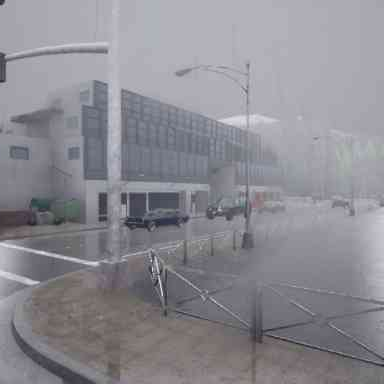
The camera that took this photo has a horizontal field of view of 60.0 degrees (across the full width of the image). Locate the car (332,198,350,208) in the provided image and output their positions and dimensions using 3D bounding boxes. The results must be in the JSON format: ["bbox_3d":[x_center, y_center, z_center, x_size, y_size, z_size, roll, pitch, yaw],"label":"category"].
[{"bbox_3d":[22.774,1.681,50.861,1.837,1.490,4.892,0,0,36],"label":"car"}]

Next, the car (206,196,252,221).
[{"bbox_3d":[3.467,1.398,30.157,2.150,2.045,5.566,0,0,36],"label":"car"}]

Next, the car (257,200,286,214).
[{"bbox_3d":[9.243,1.702,38.229,1.812,1.442,4.674,0,0,36],"label":"car"}]

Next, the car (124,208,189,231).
[{"bbox_3d":[-2.265,1.777,22.128,1.895,1.301,4.718,0,0,36],"label":"car"}]
